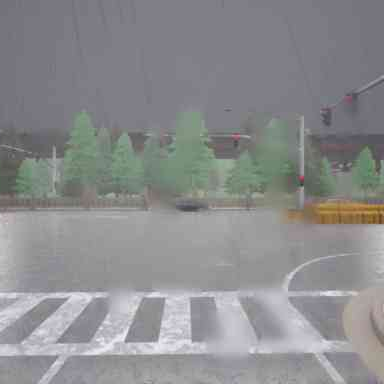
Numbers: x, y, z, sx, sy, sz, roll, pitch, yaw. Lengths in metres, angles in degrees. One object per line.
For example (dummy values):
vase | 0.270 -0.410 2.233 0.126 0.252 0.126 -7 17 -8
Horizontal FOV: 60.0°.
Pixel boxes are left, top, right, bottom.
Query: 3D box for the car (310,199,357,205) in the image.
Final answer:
car | 15.003 1.477 35.547 5.008 1.535 1.882 0 0 -2

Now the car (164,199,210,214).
car | -0.566 1.504 35.073 4.892 1.490 1.837 0 0 -2
